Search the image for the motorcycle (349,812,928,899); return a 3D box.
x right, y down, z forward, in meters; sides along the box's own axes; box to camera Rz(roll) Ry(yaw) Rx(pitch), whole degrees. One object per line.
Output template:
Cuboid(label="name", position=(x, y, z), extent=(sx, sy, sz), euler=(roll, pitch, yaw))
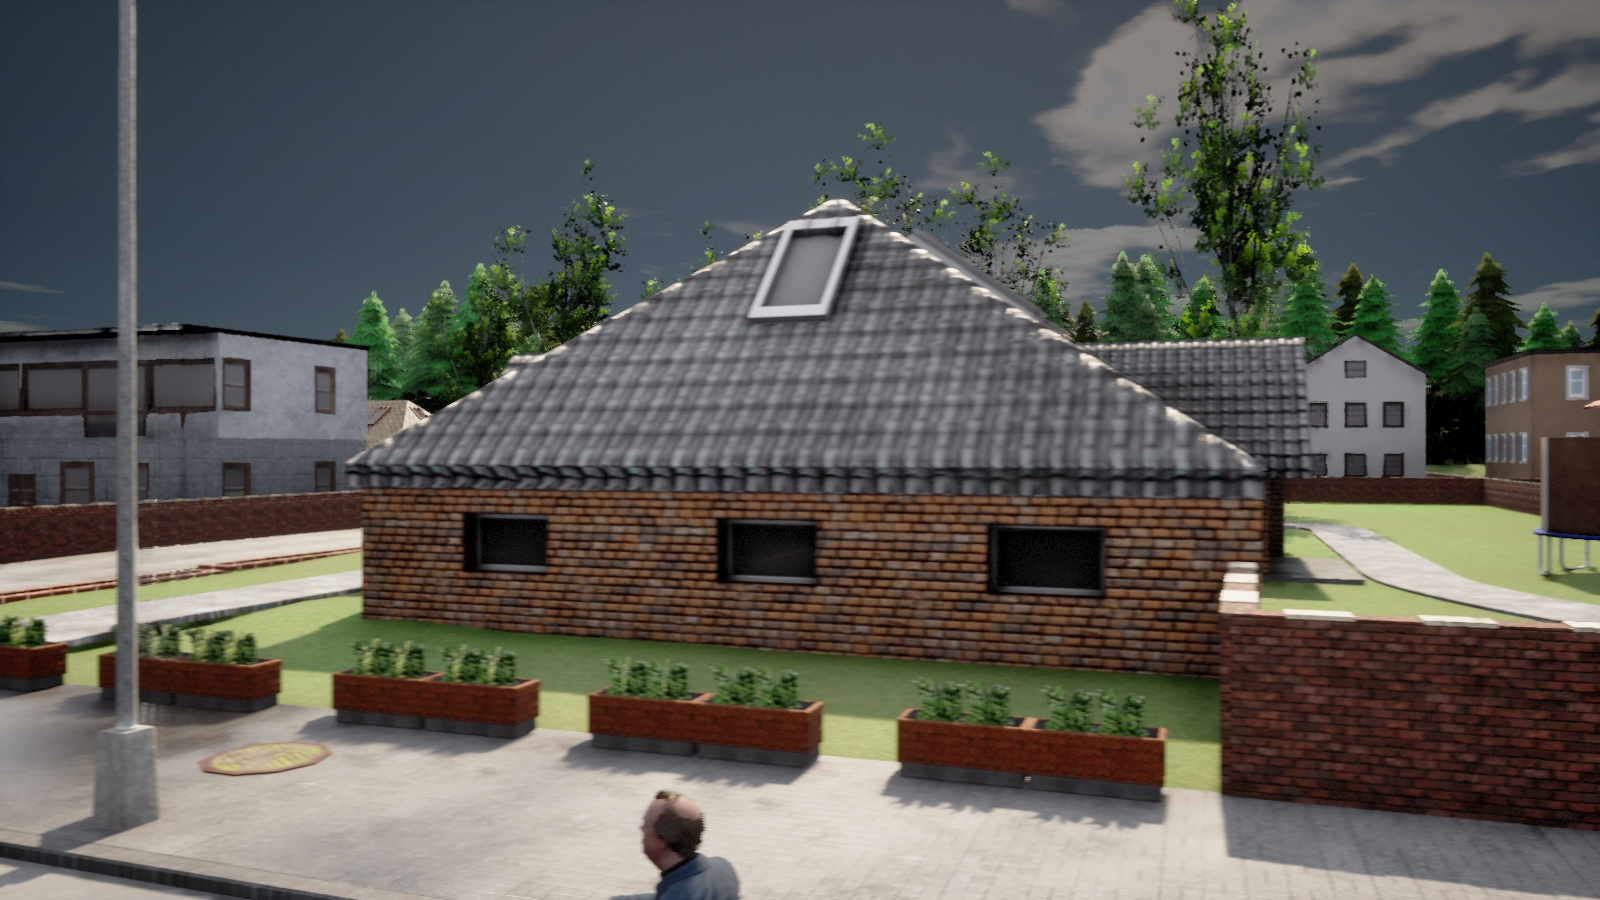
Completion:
Cuboid(label="motorcycle", position=(-0.536, 2.142, 3.976), extent=(1.805, 1.316, 0.856), euler=(0, 0, 19))

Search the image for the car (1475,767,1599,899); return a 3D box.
Cuboid(label="car", position=(4.215, 1.968, 2.266), extent=(4.611, 1.667, 2.242), euler=(0, 0, 20))
